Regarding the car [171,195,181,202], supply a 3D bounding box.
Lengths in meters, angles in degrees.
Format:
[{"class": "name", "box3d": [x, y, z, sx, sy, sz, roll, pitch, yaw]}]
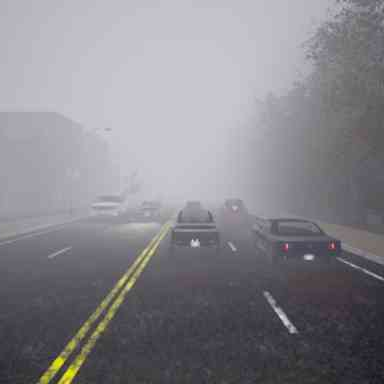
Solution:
[{"class": "car", "box3d": [-3.194, 1.357, 68.751, 1.812, 1.442, 4.674, 0, 0, 0]}]

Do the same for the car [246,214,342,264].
[{"class": "car", "box3d": [3.356, 1.577, 11.743, 1.895, 1.301, 4.718, 0, 0, 0]}]

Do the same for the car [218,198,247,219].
[{"class": "car", "box3d": [3.370, 1.293, 28.300, 2.097, 1.767, 4.553, 0, 0, 0]}]

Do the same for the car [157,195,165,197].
[{"class": "car", "box3d": [-6.444, 1.331, 68.714, 1.837, 1.490, 4.892, 0, 0, 0]}]

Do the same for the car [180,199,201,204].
[{"class": "car", "box3d": [0.122, 1.463, 29.573, 1.812, 1.442, 4.674, 0, 0, 0]}]

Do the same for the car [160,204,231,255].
[{"class": "car", "box3d": [0.108, 1.464, 13.166, 2.128, 1.511, 4.902, 0, 0, 0]}]

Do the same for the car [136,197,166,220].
[{"class": "car", "box3d": [-3.326, 1.433, 27.279, 2.128, 1.511, 4.902, 0, 0, 0]}]

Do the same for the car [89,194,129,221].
[{"class": "car", "box3d": [-6.577, 1.162, 27.148, 2.150, 2.045, 5.566, 0, 0, 0]}]
